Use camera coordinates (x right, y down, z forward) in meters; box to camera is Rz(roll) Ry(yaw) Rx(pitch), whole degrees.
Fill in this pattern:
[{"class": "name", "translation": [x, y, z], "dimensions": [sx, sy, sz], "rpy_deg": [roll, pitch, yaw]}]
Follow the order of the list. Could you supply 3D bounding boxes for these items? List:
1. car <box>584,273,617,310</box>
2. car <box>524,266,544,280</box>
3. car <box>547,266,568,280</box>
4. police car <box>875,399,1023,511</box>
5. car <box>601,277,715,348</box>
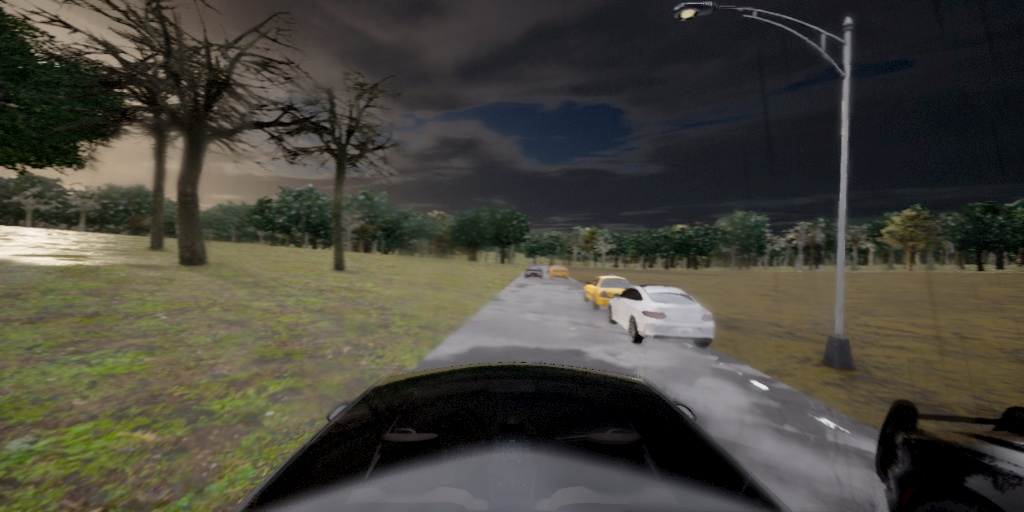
[{"class": "car", "translation": [4.446, 1.556, 16.449], "dimensions": [1.801, 1.575, 5.366], "rpy_deg": [2, -1, 4]}, {"class": "car", "translation": [2.461, 1.824, 39.738], "dimensions": [1.994, 1.385, 4.181], "rpy_deg": [2, -1, 4]}, {"class": "car", "translation": [5.360, 1.868, 41.064], "dimensions": [1.882, 1.535, 5.008], "rpy_deg": [2, 0, 5]}, {"class": "police car", "translation": [3.346, 1.295, 0.408], "dimensions": [1.930, 1.638, 5.238], "rpy_deg": [2, -1, 4]}, {"class": "car", "translation": [4.019, 1.539, 10.274], "dimensions": [1.812, 1.442, 4.674], "rpy_deg": [2, -1, 4]}]
